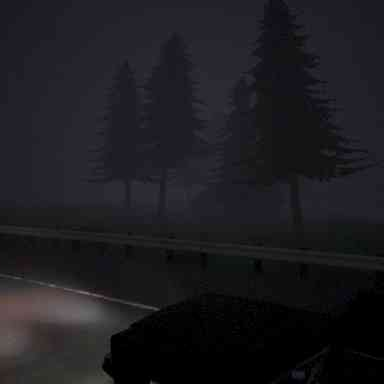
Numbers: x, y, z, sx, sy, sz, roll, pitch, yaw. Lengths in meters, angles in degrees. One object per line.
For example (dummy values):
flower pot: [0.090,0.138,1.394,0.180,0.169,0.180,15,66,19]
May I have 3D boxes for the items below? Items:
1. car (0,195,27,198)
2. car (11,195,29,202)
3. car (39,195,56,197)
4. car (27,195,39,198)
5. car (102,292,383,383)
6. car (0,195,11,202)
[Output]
car: [-35.872,1.553,66.655,1.994,1.385,4.181,0,0,14]
car: [-41.608,1.524,80.545,1.812,1.442,4.674,0,0,2]
car: [-34.596,1.525,81.323,2.128,1.511,4.902,0,0,-1]
car: [-38.097,1.524,80.760,1.812,1.442,4.674,0,0,2]
car: [1.441,1.601,2.740,4.718,1.301,1.895,0,0,35]
car: [-45.113,1.545,79.040,1.994,1.385,4.181,0,0,2]
